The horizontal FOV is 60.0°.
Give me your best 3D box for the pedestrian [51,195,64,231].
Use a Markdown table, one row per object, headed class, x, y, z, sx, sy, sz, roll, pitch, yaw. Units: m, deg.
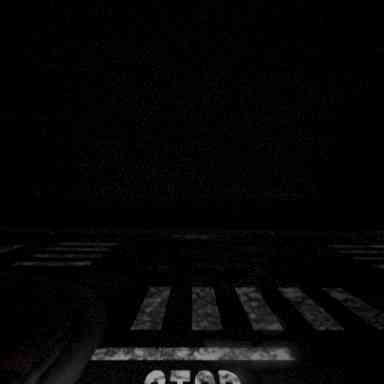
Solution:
| class | x | y | z | sx | sy | sz | roll | pitch | yaw |
| --- | --- | --- | --- | --- | --- | --- | --- | --- | --- |
| pedestrian | -6.854 | 1.013 | 16.845 | 0.375 | 1.860 | 0.375 | 0 | 1 | 0 |
